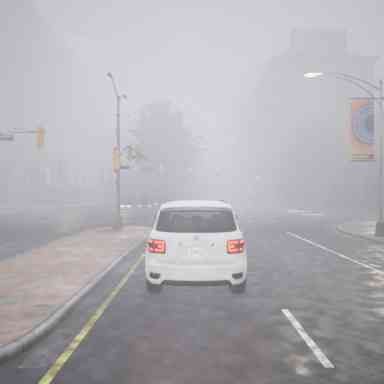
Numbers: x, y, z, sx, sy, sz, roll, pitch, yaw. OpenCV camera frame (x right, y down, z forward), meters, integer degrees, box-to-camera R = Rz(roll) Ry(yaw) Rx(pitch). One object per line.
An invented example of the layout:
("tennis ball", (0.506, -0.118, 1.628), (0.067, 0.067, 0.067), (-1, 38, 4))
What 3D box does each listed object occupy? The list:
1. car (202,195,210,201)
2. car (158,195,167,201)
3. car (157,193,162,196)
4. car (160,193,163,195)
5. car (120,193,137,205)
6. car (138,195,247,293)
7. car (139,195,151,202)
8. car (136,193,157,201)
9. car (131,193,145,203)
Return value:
("car", (3.811, 1.540, 89.859), (2.033, 1.411, 5.357), (0, 0, 0))
("car", (-7.702, 1.552, 86.212), (1.994, 1.385, 4.181), (0, 0, 0))
("car", (-7.794, 1.526, 66.780), (1.812, 1.442, 4.674), (0, 0, 1))
("car", (-7.736, 1.225, 76.397), (2.150, 2.045, 5.566), (0, 0, 0))
("car", (-11.363, 1.491, 59.677), (2.128, 1.511, 4.902), (0, 0, 1))
("car", (0.102, 1.221, 9.012), (2.150, 2.045, 5.566), (0, 0, 0))
("car", (-11.224, 1.525, 80.034), (2.128, 1.511, 4.902), (0, 0, 0))
("car", (-7.881, 1.352, 57.896), (2.097, 1.767, 4.553), (0, 0, 0))
("car", (-11.260, 1.225, 69.596), (2.150, 2.045, 5.566), (0, 0, 0))
